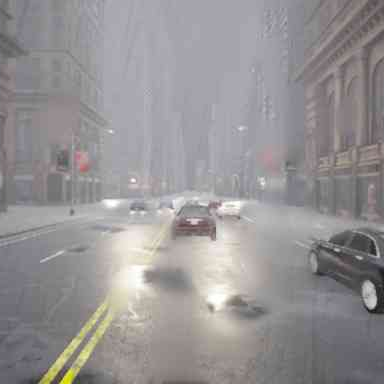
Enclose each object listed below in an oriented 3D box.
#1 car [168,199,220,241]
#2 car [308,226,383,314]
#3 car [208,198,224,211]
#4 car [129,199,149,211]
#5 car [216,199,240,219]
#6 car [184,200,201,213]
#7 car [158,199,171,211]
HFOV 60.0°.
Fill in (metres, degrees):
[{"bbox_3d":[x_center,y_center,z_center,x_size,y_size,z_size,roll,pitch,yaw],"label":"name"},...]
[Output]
[{"bbox_3d":[0.105,1.410,17.182,2.097,1.767,4.553,0,0,0],"label":"car"},{"bbox_3d":[4.239,1.560,7.679,1.837,1.490,4.892,0,0,0],"label":"car"},{"bbox_3d":[3.254,1.651,45.862,1.882,1.535,5.008,0,0,0],"label":"car"},{"bbox_3d":[-6.599,1.642,42.204,2.033,1.411,5.357,0,0,0],"label":"car"},{"bbox_3d":[3.269,1.648,30.199,1.812,1.442,4.674,0,0,0],"label":"car"},{"bbox_3d":[0.082,1.698,40.440,1.994,1.385,4.181,0,0,0],"label":"car"},{"bbox_3d":[-3.334,1.647,43.785,1.812,1.442,4.674,0,0,0],"label":"car"}]
